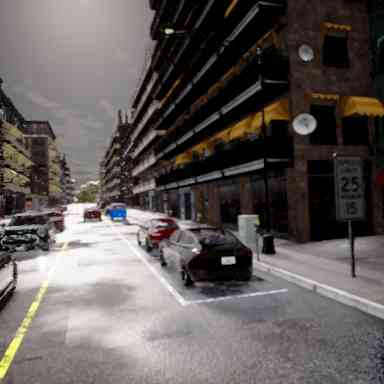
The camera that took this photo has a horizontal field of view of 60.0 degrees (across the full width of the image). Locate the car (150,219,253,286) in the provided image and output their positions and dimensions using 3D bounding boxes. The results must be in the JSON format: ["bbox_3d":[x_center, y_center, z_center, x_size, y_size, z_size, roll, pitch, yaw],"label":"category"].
[{"bbox_3d":[0.229,1.674,9.686,1.947,1.339,4.313,-1,-1,-17],"label":"car"}]

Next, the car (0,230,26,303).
[{"bbox_3d":[-4.964,1.787,6.855,1.994,1.385,4.181,-1,-1,-17],"label":"car"}]

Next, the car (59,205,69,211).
[{"bbox_3d":[-29.350,3.690,76.336,1.802,1.307,4.206,-1,-1,-17],"label":"car"}]

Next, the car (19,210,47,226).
[{"bbox_3d":[-16.075,2.570,33.805,1.947,1.339,4.313,-1,-1,-17],"label":"car"}]

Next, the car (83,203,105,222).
[{"bbox_3d":[-10.980,2.371,36.697,1.882,1.535,5.008,-1,-1,-17],"label":"car"}]

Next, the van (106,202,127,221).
[{"bbox_3d":[-8.072,2.137,36.273,1.690,1.788,3.998,-1,-1,-17],"label":"van"}]

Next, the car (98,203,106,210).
[{"bbox_3d":[-21.394,3.430,78.962,1.752,1.417,4.829,-1,-1,-17],"label":"car"}]

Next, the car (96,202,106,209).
[{"bbox_3d":[-23.007,3.354,84.121,2.192,1.841,5.009,-1,-1,-17],"label":"car"}]

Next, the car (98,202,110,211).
[{"bbox_3d":[-18.028,2.939,68.171,2.192,1.841,5.009,-1,-1,-17],"label":"car"}]

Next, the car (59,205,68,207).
[{"bbox_3d":[-26.032,3.376,65.704,1.887,1.381,4.507,-1,-1,-17],"label":"car"}]

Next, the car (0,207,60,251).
[{"bbox_3d":[-7.807,1.810,15.957,2.097,1.767,4.553,-1,-1,-17],"label":"car"}]

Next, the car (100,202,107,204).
[{"bbox_3d":[-16.369,2.801,62.855,2.192,1.841,5.009,-1,-1,-17],"label":"car"}]

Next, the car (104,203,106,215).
[{"bbox_3d":[-11.387,2.616,46.901,1.887,1.381,4.507,-1,-1,-17],"label":"car"}]

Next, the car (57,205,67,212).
[{"bbox_3d":[-27.691,3.551,71.019,1.802,1.307,4.206,-1,-1,-17],"label":"car"}]

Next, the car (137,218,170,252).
[{"bbox_3d":[-1.430,1.828,15.002,1.802,1.307,4.206,-1,-1,-17],"label":"car"}]

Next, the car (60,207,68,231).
[{"bbox_3d":[-10.861,2.190,25.786,1.882,1.535,5.008,-1,-1,-17],"label":"car"}]
